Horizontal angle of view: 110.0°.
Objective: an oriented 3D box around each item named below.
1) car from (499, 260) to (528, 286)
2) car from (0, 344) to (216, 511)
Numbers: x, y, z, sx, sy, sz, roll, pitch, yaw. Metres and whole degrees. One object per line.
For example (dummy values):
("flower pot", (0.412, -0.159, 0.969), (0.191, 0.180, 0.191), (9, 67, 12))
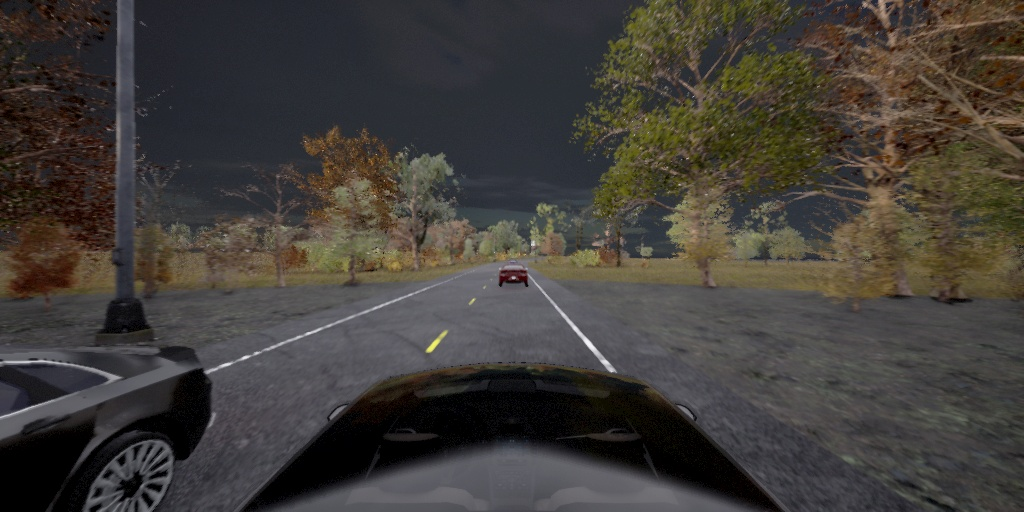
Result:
("car", (0.101, 1.243, 25.385), (1.882, 1.535, 5.008), (0, 0, 0))
("car", (-3.597, 1.241, 1.162), (2.128, 1.511, 4.902), (0, 0, 0))
